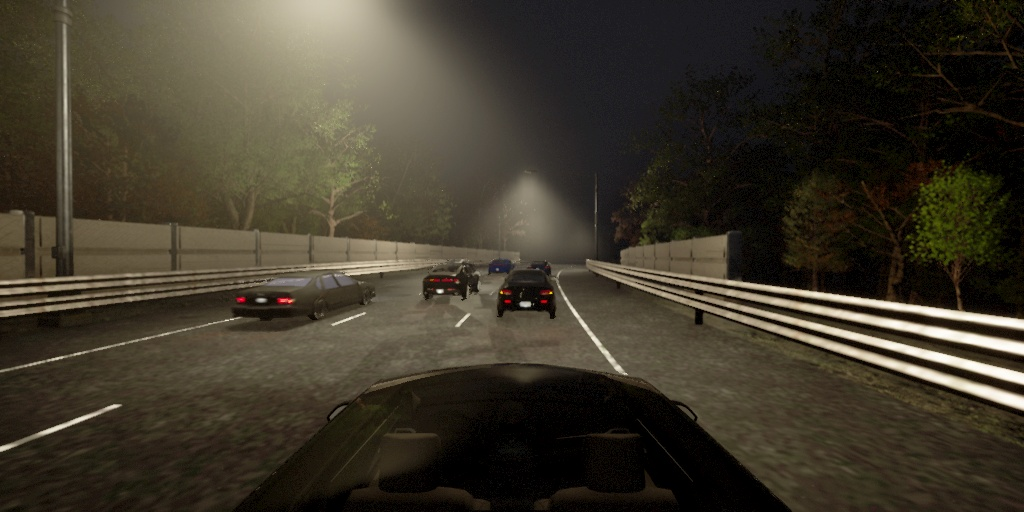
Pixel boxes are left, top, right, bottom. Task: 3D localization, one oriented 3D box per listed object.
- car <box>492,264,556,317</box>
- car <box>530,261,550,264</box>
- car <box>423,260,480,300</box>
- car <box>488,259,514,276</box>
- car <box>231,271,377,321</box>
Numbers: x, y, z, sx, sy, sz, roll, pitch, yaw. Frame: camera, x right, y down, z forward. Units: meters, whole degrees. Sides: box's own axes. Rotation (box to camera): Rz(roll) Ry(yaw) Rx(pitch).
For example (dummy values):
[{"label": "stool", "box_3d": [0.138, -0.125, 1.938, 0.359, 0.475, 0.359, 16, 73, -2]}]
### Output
[{"label": "car", "box_3d": [0.539, 1.181, 12.517, 1.812, 1.442, 4.674, 0, 1, 4]}, {"label": "car", "box_3d": [2.472, 1.092, 31.937, 1.994, 1.385, 4.181, 0, 0, 8]}, {"label": "car", "box_3d": [-2.683, 1.122, 16.680, 1.837, 1.490, 4.892, 0, 0, 4]}, {"label": "car", "box_3d": [-0.895, 0.997, 33.113, 1.882, 1.535, 5.008, 0, 0, 8]}, {"label": "car", "box_3d": [-6.516, 1.204, 12.036, 2.033, 1.411, 5.357, 0, 1, 3]}]
